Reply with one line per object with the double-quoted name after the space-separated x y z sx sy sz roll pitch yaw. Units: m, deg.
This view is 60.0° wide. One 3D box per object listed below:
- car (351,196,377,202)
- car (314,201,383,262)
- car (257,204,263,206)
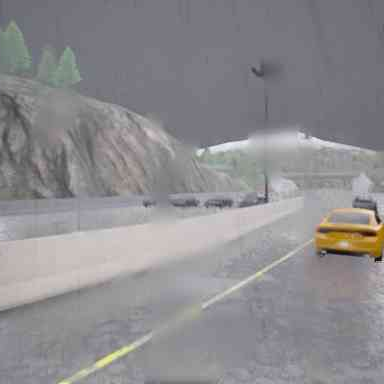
15.186 1.097 29.408 2.128 1.511 4.902 0 1 26 "car"
5.671 1.319 11.715 1.882 1.535 5.008 0 1 31 "car"
6.395 0.876 35.829 2.097 1.767 4.553 0 1 25 "car"
